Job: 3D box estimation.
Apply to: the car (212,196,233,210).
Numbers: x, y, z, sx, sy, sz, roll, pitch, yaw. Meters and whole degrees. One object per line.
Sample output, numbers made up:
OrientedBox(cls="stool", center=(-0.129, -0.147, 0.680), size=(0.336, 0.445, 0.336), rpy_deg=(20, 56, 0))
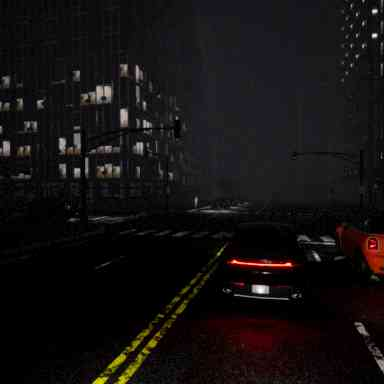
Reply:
OrientedBox(cls="car", center=(3.807, 1.501, 42.855), size=(1.812, 1.442, 4.674), rpy_deg=(0, 0, 14))

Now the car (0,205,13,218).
OrientedBox(cls="car", center=(-16.832, 1.434, 27.150), size=(4.313, 1.339, 1.947), rpy_deg=(1, 1, 15))

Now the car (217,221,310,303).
OrientedBox(cls="car", center=(1.830, 1.501, 8.331), size=(1.837, 1.490, 4.892), rpy_deg=(0, 0, 14))

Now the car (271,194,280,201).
OrientedBox(cls="car", center=(20.149, 1.236, 80.353), size=(1.882, 1.535, 5.008), rpy_deg=(0, 0, 14))

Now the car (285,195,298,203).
OrientedBox(cls="car", center=(20.307, 1.469, 67.526), size=(1.812, 1.442, 4.674), rpy_deg=(0, 0, 14))

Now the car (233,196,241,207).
OrientedBox(cls="car", center=(6.090, 1.472, 51.839), size=(1.837, 1.490, 4.892), rpy_deg=(0, 0, 14))

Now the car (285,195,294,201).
OrientedBox(cls="car", center=(23.425, 1.450, 80.045), size=(2.128, 1.511, 4.902), rpy_deg=(0, 0, 14))

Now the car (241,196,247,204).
OrientedBox(cls="car", center=(8.405, 1.482, 60.838), size=(1.812, 1.442, 4.674), rpy_deg=(0, 0, 15))

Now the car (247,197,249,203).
OrientedBox(cls="car", center=(10.936, 1.497, 70.501), size=(1.994, 1.385, 4.181), rpy_deg=(0, 0, 14))

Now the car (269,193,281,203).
OrientedBox(cls="car", center=(17.589, 1.158, 70.286), size=(2.150, 2.045, 5.566), rpy_deg=(0, 0, 14))

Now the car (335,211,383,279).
OrientedBox(cls="car", center=(5.697, 1.347, 9.943), size=(2.097, 1.767, 4.553), rpy_deg=(0, 0, 14))

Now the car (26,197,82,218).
OrientedBox(cls="car", center=(-11.833, 1.216, 28.601), size=(4.553, 1.767, 2.097), rpy_deg=(1, 1, 15))
